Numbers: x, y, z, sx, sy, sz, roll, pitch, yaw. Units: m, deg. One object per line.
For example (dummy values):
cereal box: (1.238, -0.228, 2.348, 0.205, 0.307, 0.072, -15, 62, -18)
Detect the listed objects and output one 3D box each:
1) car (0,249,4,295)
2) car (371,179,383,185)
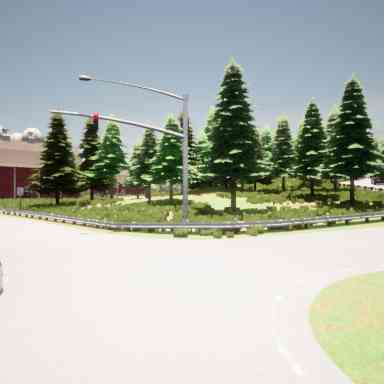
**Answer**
car: (-4.560, 1.355, 5.338, 2.097, 1.767, 4.553, 0, 0, -20)
car: (29.010, -1.912, 51.528, 1.837, 1.490, 4.892, 0, 5, 21)
